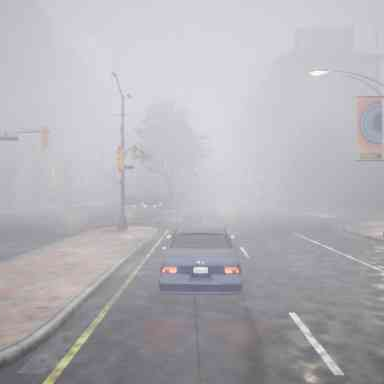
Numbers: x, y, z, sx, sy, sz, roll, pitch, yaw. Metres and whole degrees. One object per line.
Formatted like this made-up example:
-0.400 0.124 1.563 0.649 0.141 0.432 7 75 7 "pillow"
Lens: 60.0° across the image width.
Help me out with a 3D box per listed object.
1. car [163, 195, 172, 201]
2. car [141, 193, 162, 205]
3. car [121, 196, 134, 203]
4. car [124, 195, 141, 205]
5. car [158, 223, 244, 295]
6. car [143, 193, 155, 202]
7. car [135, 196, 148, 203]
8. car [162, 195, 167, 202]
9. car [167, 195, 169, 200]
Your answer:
-6.434 1.474 86.581 1.882 1.535 5.008 0 0 1 "car"
-7.037 1.350 57.941 2.097 1.767 4.553 0 0 1 "car"
-13.491 1.592 69.781 1.895 1.301 4.718 0 0 1 "car"
-10.537 1.350 57.817 2.097 1.767 4.553 0 0 1 "car"
0.225 1.547 8.891 2.033 1.411 5.357 0 0 1 "car"
-10.079 1.222 78.678 2.150 2.045 5.566 0 0 1 "car"
-10.281 1.502 67.992 1.837 1.490 4.892 0 0 1 "car"
-6.824 1.349 66.713 2.097 1.767 4.553 0 0 1 "car"
-6.618 1.522 76.487 2.128 1.511 4.902 0 0 1 "car"
